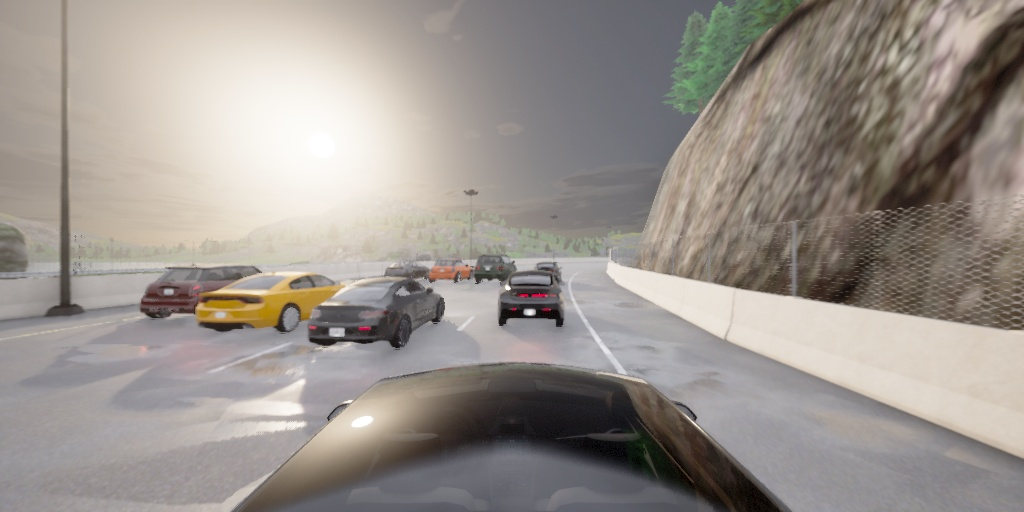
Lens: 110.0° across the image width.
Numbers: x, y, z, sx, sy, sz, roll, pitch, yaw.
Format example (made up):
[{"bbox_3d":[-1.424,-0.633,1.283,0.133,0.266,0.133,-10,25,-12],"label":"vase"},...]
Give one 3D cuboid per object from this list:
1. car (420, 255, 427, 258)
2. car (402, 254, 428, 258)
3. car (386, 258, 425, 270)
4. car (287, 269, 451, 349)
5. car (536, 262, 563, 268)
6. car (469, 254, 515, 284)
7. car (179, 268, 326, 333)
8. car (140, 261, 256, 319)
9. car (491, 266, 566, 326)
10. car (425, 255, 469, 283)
[{"bbox_3d":[-13.168,1.059,62.060,2.033,1.411,5.357,0,0,20],"label":"car"},{"bbox_3d":[-16.409,0.723,63.329,2.150,2.045,5.566,0,0,20],"label":"car"},{"bbox_3d":[-7.841,1.138,27.460,2.128,1.511,4.902,0,0,10],"label":"car"},{"bbox_3d":[-3.098,1.245,9.015,1.812,1.442,4.674,0,0,5],"label":"car"},{"bbox_3d":[2.602,1.170,26.239,1.837,1.490,4.892,0,1,10],"label":"car"},{"bbox_3d":[-1.081,0.884,25.622,2.150,2.045,5.566,0,0,10],"label":"car"},{"bbox_3d":[-6.464,1.186,10.673,1.882,1.535,5.008,0,0,5],"label":"car"},{"bbox_3d":[-9.789,1.049,12.553,2.097,1.767,4.553,0,0,5],"label":"car"},{"bbox_3d":[0.652,1.216,11.511,1.837,1.490,4.892,0,-1,5],"label":"car"},{"bbox_3d":[-4.414,1.003,26.736,2.097,1.767,4.553,0,0,10],"label":"car"}]
